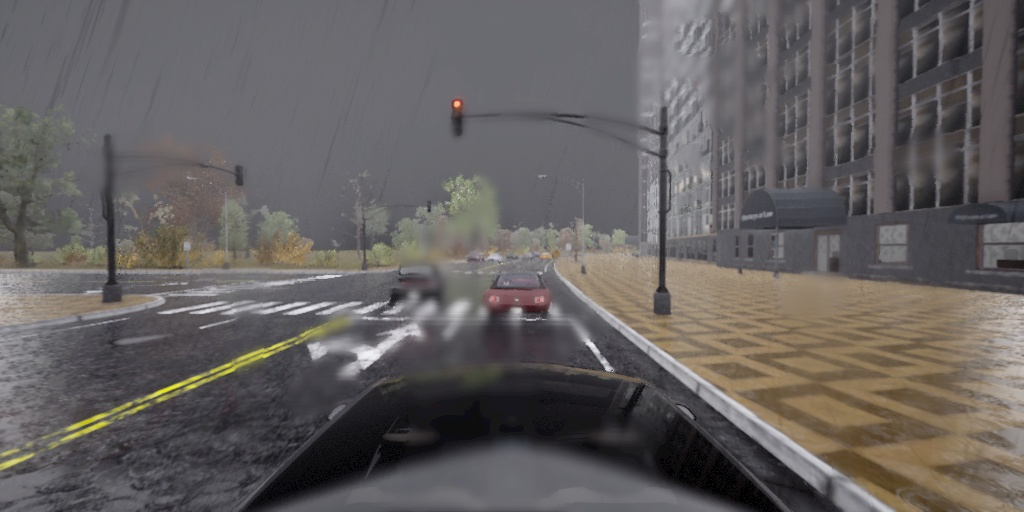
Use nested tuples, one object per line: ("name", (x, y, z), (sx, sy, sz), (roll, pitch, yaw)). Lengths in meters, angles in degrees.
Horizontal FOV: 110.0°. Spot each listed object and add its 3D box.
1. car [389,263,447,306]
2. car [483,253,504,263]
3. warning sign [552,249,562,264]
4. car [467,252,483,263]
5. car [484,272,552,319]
("car", (-3.681, 1.029, 14.319), (1.837, 1.490, 4.892), (1, 1, -10))
("car", (-2.615, 0.341, 54.464), (1.812, 1.442, 4.674), (0, 1, 9))
("warning sign", (5.824, 0.072, 46.957), (1.300, 1.860, 1.060), (0, 0, 7))
("car", (-5.590, 0.130, 56.392), (2.097, 1.767, 4.553), (0, 1, 9))
("car", (0.251, 1.171, 11.862), (1.895, 1.301, 4.718), (0, 1, 2))
